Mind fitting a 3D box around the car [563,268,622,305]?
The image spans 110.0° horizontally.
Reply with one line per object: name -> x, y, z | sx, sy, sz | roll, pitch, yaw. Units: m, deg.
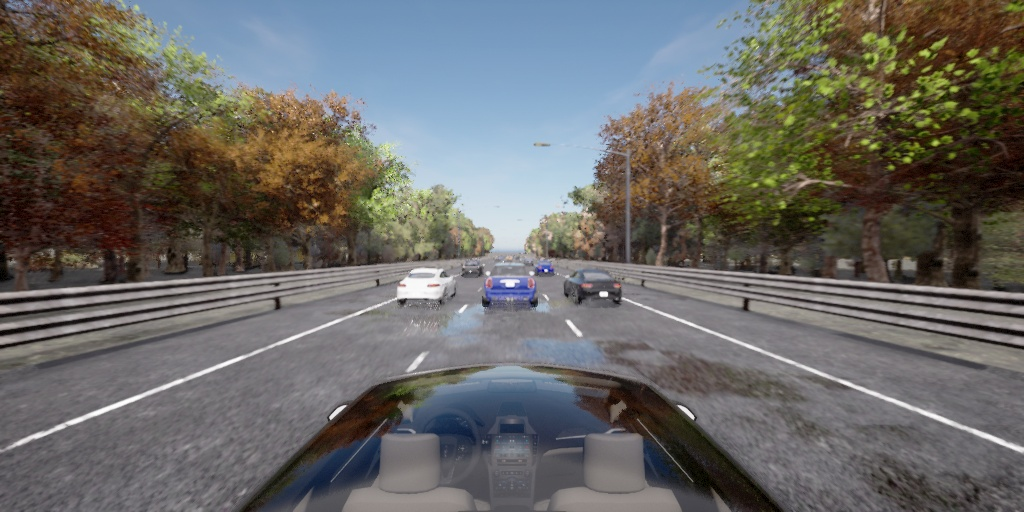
car -> 3.412, 1.256, 15.680 | 1.812, 1.442, 4.674 | 0, 0, 0

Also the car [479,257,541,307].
car -> -0.085, 1.080, 15.559 | 2.097, 1.767, 4.553 | 0, 0, 0

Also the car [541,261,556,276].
car -> 3.260, 1.218, 36.747 | 1.812, 1.442, 4.674 | 0, 0, 0

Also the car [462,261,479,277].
car -> -3.725, 1.185, 34.703 | 2.128, 1.511, 4.902 | 0, 0, 0

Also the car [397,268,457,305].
car -> -3.587, 1.253, 15.630 | 1.812, 1.442, 4.674 | 0, 0, 0
